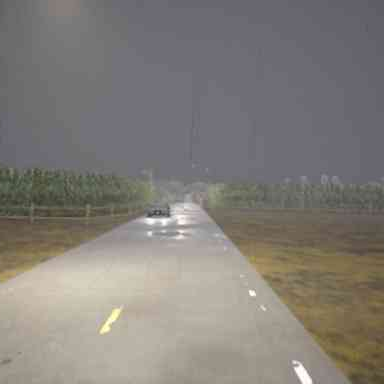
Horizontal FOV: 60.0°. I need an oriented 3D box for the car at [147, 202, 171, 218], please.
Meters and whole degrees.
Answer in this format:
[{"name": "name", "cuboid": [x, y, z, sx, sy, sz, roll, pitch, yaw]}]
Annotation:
[{"name": "car", "cuboid": [-2.972, 1.629, 30.883, 1.994, 1.385, 4.181, 0, 0, 0]}]
